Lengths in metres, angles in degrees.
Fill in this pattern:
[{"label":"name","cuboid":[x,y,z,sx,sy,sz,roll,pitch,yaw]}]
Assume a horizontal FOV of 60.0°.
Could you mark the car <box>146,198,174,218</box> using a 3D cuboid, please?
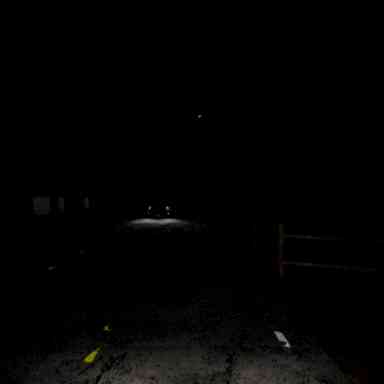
[{"label":"car","cuboid":[-2.788,1.352,29.743,2.097,1.767,4.553,0,0,0]}]
